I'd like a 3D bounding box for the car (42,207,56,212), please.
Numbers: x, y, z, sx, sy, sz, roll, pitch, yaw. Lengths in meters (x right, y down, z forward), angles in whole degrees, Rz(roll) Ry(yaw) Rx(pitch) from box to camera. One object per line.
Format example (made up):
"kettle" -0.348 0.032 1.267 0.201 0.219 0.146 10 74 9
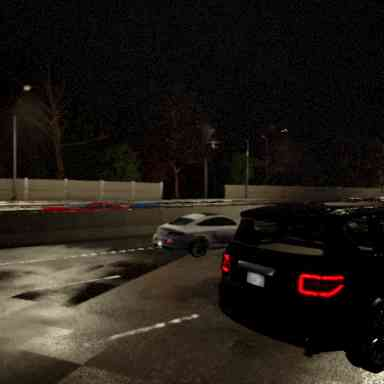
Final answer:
"car" -11.123 1.641 30.431 4.718 1.301 1.895 0 0 -35

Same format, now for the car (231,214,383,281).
"car" 3.948 1.570 10.841 5.357 1.411 2.033 0 0 -35

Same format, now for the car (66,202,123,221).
"car" -8.247 1.604 28.178 4.181 1.385 1.994 0 0 -35

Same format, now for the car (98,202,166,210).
"car" -3.541 1.513 22.937 5.008 1.535 1.882 0 0 -35

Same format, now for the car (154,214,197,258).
"car" 0.773 1.549 12.876 4.674 1.442 1.812 0 0 -35

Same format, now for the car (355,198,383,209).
"car" 25.756 1.639 47.998 4.892 1.490 1.837 0 0 -35

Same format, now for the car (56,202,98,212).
"car" -7.079 1.512 24.717 5.008 1.535 1.882 0 0 -35

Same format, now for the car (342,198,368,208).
"car" 25.548 1.708 52.118 4.181 1.385 1.994 0 0 -35

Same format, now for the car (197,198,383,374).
"car" 3.013 1.234 5.881 5.566 2.045 2.150 0 0 -35
